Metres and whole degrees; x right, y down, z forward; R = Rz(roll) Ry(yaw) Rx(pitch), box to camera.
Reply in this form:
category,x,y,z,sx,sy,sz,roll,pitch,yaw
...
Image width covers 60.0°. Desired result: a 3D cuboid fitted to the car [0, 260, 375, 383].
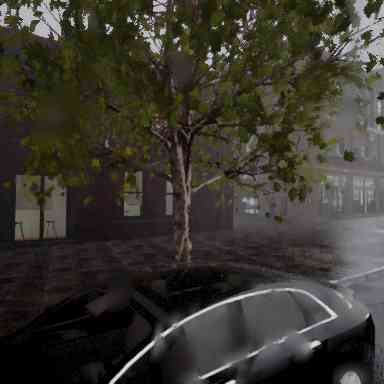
category,x,y,z,sx,sy,sz,roll,pitch,yaw
car,-0.258,1.505,2.922,4.892,1.490,1.837,0,0,-36
